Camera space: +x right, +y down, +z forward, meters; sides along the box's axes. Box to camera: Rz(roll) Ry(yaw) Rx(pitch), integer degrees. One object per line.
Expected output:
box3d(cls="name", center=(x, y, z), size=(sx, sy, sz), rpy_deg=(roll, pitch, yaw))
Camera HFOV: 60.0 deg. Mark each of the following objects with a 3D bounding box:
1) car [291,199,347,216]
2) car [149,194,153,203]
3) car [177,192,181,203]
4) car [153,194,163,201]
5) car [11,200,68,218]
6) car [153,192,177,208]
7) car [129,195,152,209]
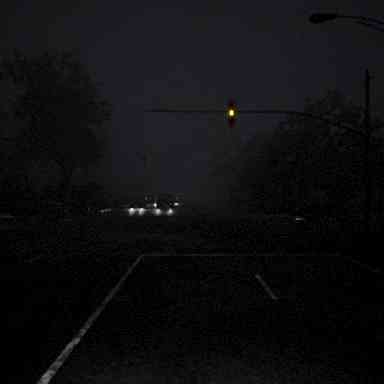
box3d(cls="car", center=(11.727, 1.427, 30.901), size=(5.008, 1.535, 1.882), rpy_deg=(0, 0, -3))
box3d(cls="car", center=(-7.242, 1.205, 60.478), size=(2.097, 1.767, 4.553), rpy_deg=(0, 0, -1))
box3d(cls="car", center=(-3.777, 1.181, 64.250), size=(2.097, 1.767, 4.553), rpy_deg=(0, 0, -1))
box3d(cls="car", center=(-7.681, 1.258, 75.517), size=(2.128, 1.511, 4.902), rpy_deg=(0, 0, -3))
box3d(cls="car", center=(-13.466, 1.470, 29.441), size=(4.674, 1.442, 1.812), rpy_deg=(0, 0, -3))
box3d(cls="car", center=(-3.675, 1.131, 46.184), size=(2.150, 2.045, 5.566), rpy_deg=(0, 0, 0))
box3d(cls="car", center=(-7.161, 1.460, 44.987), size=(2.033, 1.411, 5.357), rpy_deg=(0, 0, 0))
